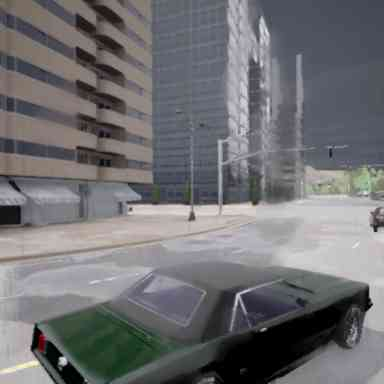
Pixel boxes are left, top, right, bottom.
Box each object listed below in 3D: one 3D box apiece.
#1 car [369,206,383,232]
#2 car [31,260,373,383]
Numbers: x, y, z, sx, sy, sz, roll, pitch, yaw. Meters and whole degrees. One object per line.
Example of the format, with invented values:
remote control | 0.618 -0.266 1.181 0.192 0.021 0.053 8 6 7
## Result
car | 11.981 1.597 20.286 1.812 1.442 4.674 -1 -1 26
car | 0.579 1.634 4.514 4.718 1.301 1.895 0 -1 -39
